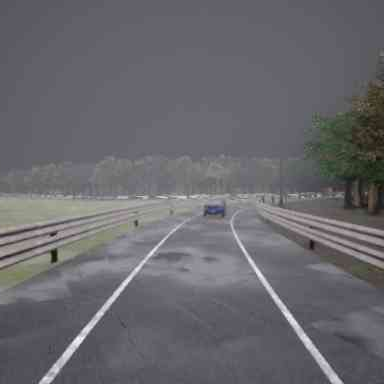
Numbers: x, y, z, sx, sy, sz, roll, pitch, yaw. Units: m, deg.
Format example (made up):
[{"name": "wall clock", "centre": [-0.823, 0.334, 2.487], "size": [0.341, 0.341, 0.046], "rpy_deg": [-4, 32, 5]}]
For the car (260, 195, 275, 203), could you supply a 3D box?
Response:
[{"name": "car", "centre": [14.538, 1.225, 63.973], "size": [2.128, 1.511, 4.902], "rpy_deg": [1, 1, 32]}]

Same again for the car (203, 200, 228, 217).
[{"name": "car", "centre": [2.251, 1.432, 30.486], "size": [1.882, 1.535, 5.008], "rpy_deg": [1, 0, 11]}]
